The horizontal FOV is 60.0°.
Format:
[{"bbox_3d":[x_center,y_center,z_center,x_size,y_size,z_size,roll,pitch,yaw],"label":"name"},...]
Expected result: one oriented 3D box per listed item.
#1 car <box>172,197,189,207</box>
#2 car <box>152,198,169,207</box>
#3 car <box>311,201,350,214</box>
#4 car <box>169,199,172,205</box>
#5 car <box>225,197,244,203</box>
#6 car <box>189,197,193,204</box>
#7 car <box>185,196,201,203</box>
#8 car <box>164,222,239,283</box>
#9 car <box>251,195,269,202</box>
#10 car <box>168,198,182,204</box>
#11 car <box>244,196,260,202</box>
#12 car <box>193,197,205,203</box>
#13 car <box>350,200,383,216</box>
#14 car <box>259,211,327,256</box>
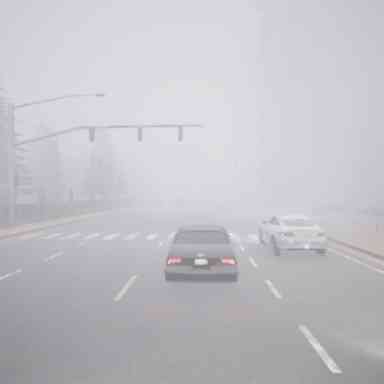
[{"bbox_3d":[-2.056,1.795,60.086,1.882,1.535,5.008,0,0,2],"label":"car"},{"bbox_3d":[-5.637,1.901,57.254,1.895,1.301,4.718,0,0,2],"label":"car"},{"bbox_3d":[16.334,1.757,38.394,4.902,1.511,2.128,0,0,2],"label":"car"},{"bbox_3d":[-5.319,1.911,66.059,1.994,1.385,4.181,0,0,3],"label":"car"},{"bbox_3d":[10.541,1.989,86.862,2.128,1.511,4.902,0,0,45],"label":"car"},{"bbox_3d":[-1.494,1.871,70.201,1.837,1.490,4.892,0,0,4],"label":"car"},{"bbox_3d":[0.260,1.928,85.135,1.882,1.535,5.008,0,0,31],"label":"car"},{"bbox_3d":[0.290,1.600,9.841,2.033,1.411,5.357,0,0,2],"label":"car"},{"bbox_3d":[18.979,1.853,92.696,4.553,1.767,2.097,0,0,-22],"label":"car"},{"bbox_3d":[-3.850,1.995,75.877,1.895,1.301,4.718,0,0,13],"label":"car"},{"bbox_3d":[15.560,2.004,86.579,5.357,1.411,2.033,0,0,-36],"label":"car"},{"bbox_3d":[1.434,2.019,79.998,1.895,1.301,4.718,0,0,22],"label":"car"},{"bbox_3d":[19.557,1.601,34.827,4.553,1.767,2.097,0,0,1],"label":"car"},{"bbox_3d":[3.925,1.599,13.432,1.812,1.442,4.674,0,0,2],"label":"car"}]
